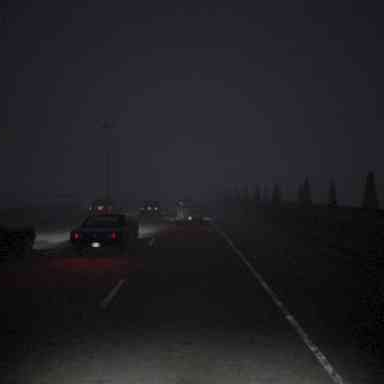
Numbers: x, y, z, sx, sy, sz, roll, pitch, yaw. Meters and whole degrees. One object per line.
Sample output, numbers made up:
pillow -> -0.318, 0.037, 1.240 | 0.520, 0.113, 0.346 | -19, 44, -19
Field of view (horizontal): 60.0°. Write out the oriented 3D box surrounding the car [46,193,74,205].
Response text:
car -> -18.454, 1.192, 46.876 | 2.150, 2.045, 5.566 | 0, 0, -1

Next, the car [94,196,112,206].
car -> -15.229, 1.522, 57.015 | 1.837, 1.490, 4.892 | 0, 0, -2

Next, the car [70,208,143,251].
car -> -3.469, 1.590, 14.107 | 1.895, 1.301, 4.718 | 0, 0, -1

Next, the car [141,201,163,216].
car -> -3.901, 1.524, 32.075 | 2.033, 1.411, 5.357 | 0, 0, -2

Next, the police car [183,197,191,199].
police car -> -0.664, 1.475, 41.193 | 2.038, 1.542, 4.974 | 0, 0, -2

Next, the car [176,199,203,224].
car -> -0.194, 1.507, 24.395 | 1.812, 1.442, 4.674 | 0, 0, -1

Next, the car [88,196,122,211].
car -> -7.303, 1.331, 28.356 | 2.097, 1.767, 4.553 | 0, 0, -2

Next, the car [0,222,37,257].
car -> -6.930, 1.593, 10.752 | 1.895, 1.301, 4.718 | 0, 0, 0
